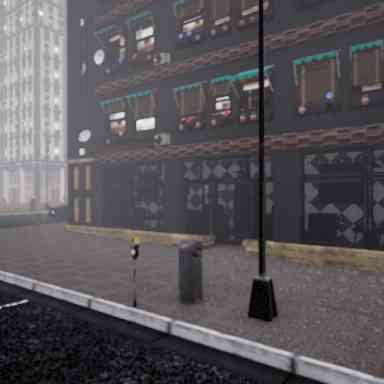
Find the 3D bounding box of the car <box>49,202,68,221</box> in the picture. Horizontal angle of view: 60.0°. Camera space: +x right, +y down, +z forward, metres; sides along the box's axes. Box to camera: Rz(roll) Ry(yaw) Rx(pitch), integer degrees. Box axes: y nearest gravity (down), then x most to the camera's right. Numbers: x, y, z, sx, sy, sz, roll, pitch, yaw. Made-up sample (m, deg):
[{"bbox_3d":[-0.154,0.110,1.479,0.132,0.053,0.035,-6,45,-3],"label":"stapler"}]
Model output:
[{"bbox_3d":[-7.741,1.298,23.097,1.947,1.339,4.313,1,1,35],"label":"car"}]
